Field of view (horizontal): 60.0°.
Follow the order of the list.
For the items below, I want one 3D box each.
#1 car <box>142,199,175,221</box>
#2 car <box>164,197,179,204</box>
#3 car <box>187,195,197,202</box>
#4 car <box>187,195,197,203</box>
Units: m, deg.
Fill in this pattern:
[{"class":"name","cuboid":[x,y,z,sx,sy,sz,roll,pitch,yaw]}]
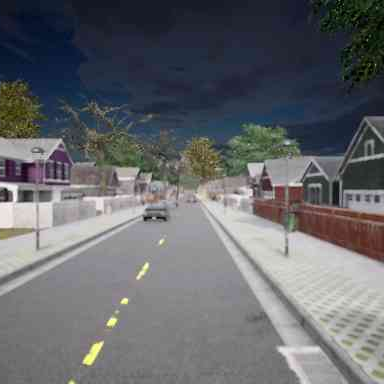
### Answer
[{"class":"car","cuboid":[-2.766,1.532,26.999,2.033,1.411,5.357,0,0,0]},{"class":"car","cuboid":[-2.765,1.226,44.451,1.812,1.442,4.674,0,0,0]},{"class":"car","cuboid":[-0.026,1.403,77.660,2.128,1.511,4.902,0,0,0]},{"class":"car","cuboid":[-0.023,1.541,67.658,1.994,1.385,4.181,0,0,0]}]
